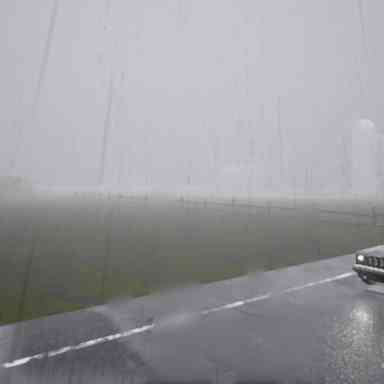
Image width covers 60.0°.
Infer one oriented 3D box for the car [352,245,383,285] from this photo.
[{"bbox_3d":[6.040,1.598,8.305,4.718,1.301,1.895,0,0,-36],"label":"car"}]
